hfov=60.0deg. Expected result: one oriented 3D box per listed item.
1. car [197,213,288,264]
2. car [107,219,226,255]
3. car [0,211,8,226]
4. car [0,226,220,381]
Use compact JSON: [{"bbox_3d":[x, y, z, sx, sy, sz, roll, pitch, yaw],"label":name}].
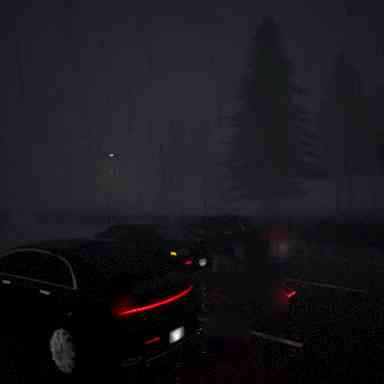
[{"bbox_3d":[0.927,1.530,11.931,4.892,1.490,1.837,0,0,36],"label":"car"},{"bbox_3d":[-1.607,1.557,9.440,4.674,1.442,1.812,-1,0,36],"label":"car"},{"bbox_3d":[-14.745,1.790,23.115,5.008,1.535,1.882,-3,-1,35],"label":"car"},{"bbox_3d":[-2.155,1.524,5.531,4.892,1.490,1.837,0,0,36],"label":"car"}]
